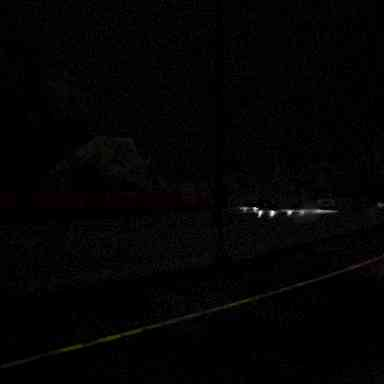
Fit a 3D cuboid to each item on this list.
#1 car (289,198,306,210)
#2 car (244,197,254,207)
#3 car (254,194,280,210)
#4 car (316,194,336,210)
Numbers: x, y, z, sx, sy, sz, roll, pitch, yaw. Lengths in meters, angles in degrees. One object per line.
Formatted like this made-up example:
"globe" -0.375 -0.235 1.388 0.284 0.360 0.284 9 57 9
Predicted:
"car" 14.143 1.538 44.522 1.882 1.535 5.008 0 0 20
"car" 9.374 1.539 52.137 1.882 1.535 5.008 0 0 16
"car" 10.276 1.280 44.235 2.150 2.045 5.566 0 0 23
"car" 17.934 1.287 44.643 2.150 2.045 5.566 0 0 20
